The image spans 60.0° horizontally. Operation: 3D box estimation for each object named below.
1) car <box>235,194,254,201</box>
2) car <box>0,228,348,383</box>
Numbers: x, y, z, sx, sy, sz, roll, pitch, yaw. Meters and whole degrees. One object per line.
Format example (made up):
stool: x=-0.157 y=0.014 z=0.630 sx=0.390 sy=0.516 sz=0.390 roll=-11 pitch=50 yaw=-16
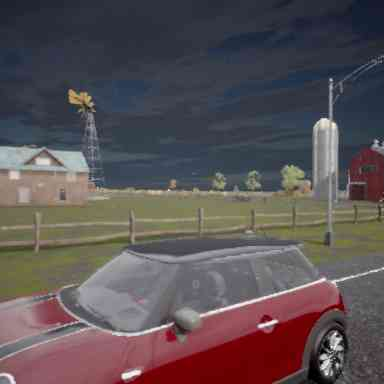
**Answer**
car: x=11.994 y=1.338 z=76.632 sx=1.882 sy=1.535 sz=5.008 roll=0 pitch=0 yaw=-36
car: x=-0.257 y=1.371 z=3.808 sx=4.553 sy=1.767 sz=2.097 roll=1 pitch=0 yaw=-35
